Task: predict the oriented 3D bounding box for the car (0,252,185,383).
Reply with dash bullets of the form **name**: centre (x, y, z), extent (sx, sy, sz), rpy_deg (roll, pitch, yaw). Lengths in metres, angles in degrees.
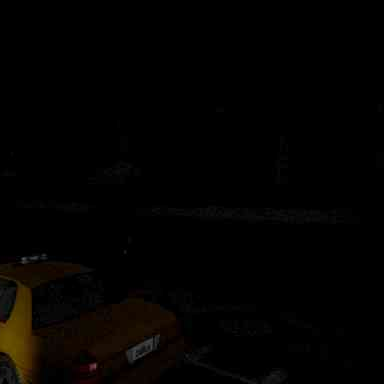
- **car**: centre (-2.362, 1.525, 4.650), extent (4.829, 1.417, 1.752), rpy_deg (0, 0, 36)
